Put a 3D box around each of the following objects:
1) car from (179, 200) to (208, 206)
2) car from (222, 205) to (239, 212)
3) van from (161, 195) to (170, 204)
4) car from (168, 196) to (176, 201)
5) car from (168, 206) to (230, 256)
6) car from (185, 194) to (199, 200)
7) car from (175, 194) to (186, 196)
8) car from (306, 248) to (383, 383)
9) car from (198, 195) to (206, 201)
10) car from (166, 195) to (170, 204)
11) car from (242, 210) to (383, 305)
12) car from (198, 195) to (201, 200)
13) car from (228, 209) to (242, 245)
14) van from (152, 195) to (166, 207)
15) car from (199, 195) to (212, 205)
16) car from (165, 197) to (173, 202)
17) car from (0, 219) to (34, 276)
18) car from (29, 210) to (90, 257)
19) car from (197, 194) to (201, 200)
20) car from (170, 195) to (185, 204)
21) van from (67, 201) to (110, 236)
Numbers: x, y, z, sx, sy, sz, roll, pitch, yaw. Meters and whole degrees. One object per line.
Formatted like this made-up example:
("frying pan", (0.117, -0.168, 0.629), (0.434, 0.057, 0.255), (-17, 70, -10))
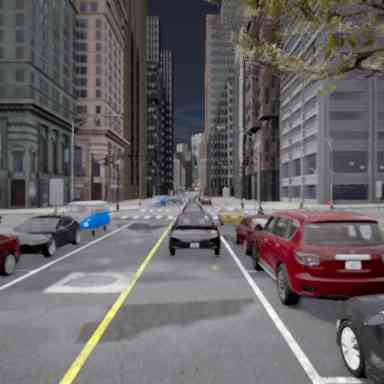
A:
("car", (0.101, 1.668, 29.859), (1.994, 1.385, 4.181), (0, 0, 0))
("car", (2.768, 1.608, 24.120), (1.752, 1.417, 4.829), (0, 0, 0))
("van", (-5.774, 1.621, 73.112), (1.690, 1.788, 3.998), (0, 0, 0))
("car", (-5.768, 1.929, 95.211), (2.008, 1.369, 4.403), (0, 0, 0))
("car", (0.096, 1.536, 13.293), (2.128, 1.511, 4.902), (0, 0, 0))
("car", (0.004, 1.834, 81.338), (2.128, 1.511, 4.902), (0, 0, 0))
("car", (-2.995, 1.542, 84.871), (2.150, 2.045, 5.566), (0, 0, 0))
("car", (2.760, 1.560, 2.792), (2.008, 1.369, 4.403), (0, 0, 0))
("car", (2.774, 1.692, 95.196), (2.192, 1.841, 5.009), (0, 0, 0))
("car", (-5.775, 1.776, 62.062), (1.887, 1.381, 4.507), (0, 0, 0))
("car", (2.760, 1.342, 8.081), (2.192, 1.841, 5.009), (0, 0, 0))
("car", (2.779, 1.799, 67.568), (1.887, 1.381, 4.507), (0, 0, 0))
("car", (2.761, 1.589, 13.370), (1.887, 1.381, 4.507), (0, 0, 0))
("van", (-5.777, 1.549, 56.537), (1.690, 1.788, 3.998), (0, 0, 0))
("car", (2.780, 1.776, 62.043), (1.887, 1.381, 4.507), (0, 0, 0))
("car", (-5.770, 1.911, 84.161), (1.802, 1.307, 4.206), (0, 0, 0))
("car", (-5.764, 1.571, 7.726), (1.887, 1.381, 4.507), (0, 0, 0))
("car", (-5.764, 1.610, 13.139), (1.947, 1.339, 4.313), (0, 0, 0))
("car", (2.777, 1.830, 78.789), (1.752, 1.417, 4.829), (0, 0, 0))
("car", (-2.996, 1.803, 69.288), (2.033, 1.411, 5.357), (0, 0, 0))
("van", (-5.765, 1.404, 18.553), (1.690, 1.788, 3.998), (0, 0, 0))
